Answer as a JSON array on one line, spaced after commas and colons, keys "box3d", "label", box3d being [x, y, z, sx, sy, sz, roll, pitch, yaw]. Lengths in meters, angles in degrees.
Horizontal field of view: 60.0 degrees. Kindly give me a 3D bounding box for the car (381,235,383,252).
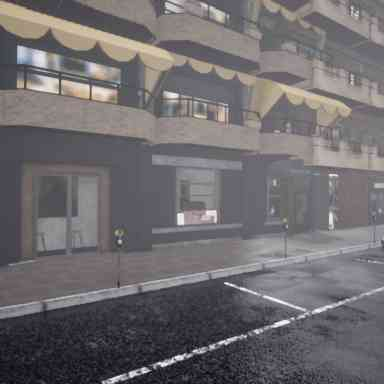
[{"box3d": [8.558, 1.554, 12.072, 4.403, 1.369, 2.008, 0, 0, -35], "label": "car"}]
